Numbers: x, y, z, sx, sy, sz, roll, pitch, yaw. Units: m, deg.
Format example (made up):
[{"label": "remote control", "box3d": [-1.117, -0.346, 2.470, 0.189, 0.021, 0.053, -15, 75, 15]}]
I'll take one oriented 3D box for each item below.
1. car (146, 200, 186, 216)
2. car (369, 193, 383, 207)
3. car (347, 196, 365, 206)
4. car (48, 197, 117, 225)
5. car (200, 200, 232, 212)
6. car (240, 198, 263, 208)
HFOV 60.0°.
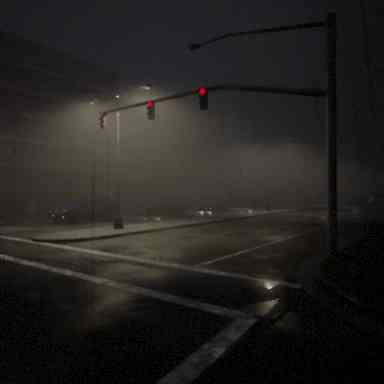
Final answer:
[{"label": "car", "box3d": [-2.664, 1.648, 34.786, 1.882, 1.535, 5.008, -1, 0, 36]}, {"label": "car", "box3d": [29.902, 1.230, 53.304, 2.150, 2.045, 5.566, -1, 0, 36]}, {"label": "car", "box3d": [27.866, 1.390, 56.436, 2.097, 1.767, 4.553, -1, 0, 36]}, {"label": "car", "box3d": [-8.609, 1.402, 26.745, 2.150, 2.045, 5.566, -1, 0, 36]}, {"label": "car", "box3d": [3.199, 1.709, 42.721, 2.033, 1.411, 5.357, -1, 0, 36]}, {"label": "car", "box3d": [9.143, 1.657, 50.703, 1.837, 1.490, 4.892, -1, 0, 37]}]
